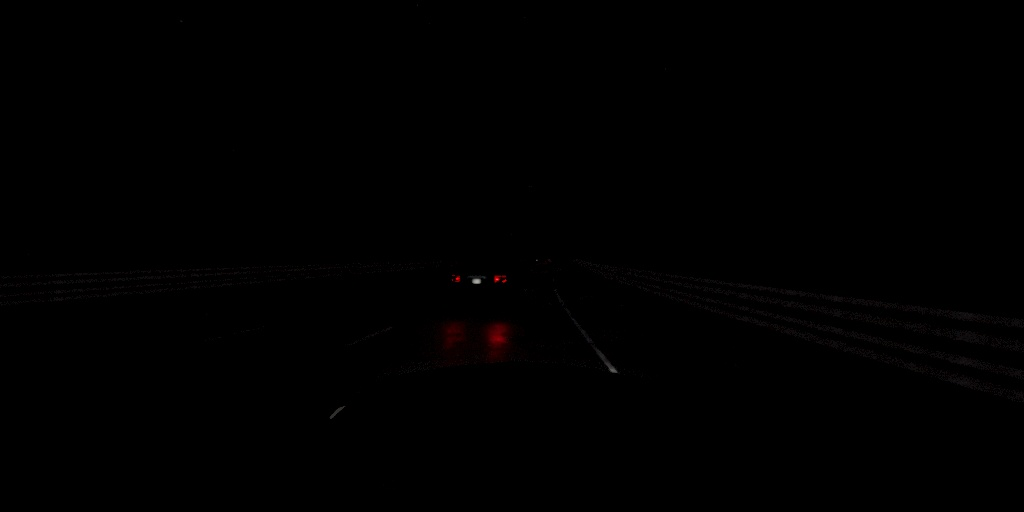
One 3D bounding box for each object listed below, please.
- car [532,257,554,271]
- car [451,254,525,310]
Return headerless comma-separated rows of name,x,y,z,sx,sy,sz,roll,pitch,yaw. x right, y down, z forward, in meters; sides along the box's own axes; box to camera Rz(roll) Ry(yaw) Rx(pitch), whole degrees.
car,4.217,1.180,48.029,1.882,1.535,5.008,0,0,9
car,-0.805,0.949,14.806,2.150,2.045,5.566,0,0,9
